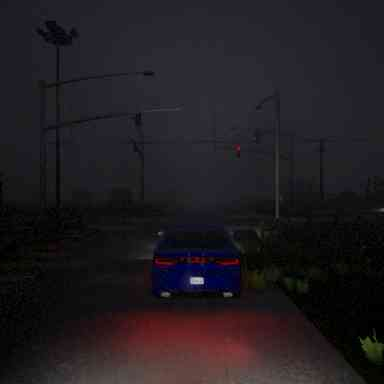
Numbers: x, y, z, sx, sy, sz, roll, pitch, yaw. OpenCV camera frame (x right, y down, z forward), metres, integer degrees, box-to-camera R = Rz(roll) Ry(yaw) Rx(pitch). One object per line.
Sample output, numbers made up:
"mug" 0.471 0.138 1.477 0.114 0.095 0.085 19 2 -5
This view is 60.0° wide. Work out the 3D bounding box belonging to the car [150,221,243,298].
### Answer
"car" 0.101 1.478 8.582 1.882 1.535 5.008 0 0 0
